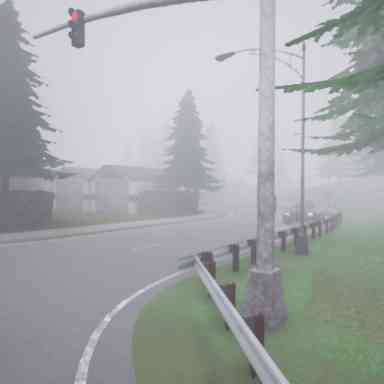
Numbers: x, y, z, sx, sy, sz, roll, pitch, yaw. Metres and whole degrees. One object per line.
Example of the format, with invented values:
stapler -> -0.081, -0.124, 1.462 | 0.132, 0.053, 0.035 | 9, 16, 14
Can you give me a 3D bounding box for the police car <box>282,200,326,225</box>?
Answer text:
police car -> 7.703, 1.357, 22.462 | 2.038, 1.542, 4.974 | -1, -1, 30
